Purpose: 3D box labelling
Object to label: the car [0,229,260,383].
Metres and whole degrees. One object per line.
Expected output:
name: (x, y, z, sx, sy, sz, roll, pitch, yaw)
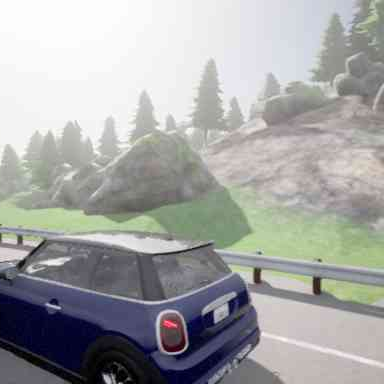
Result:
car: (-1.433, 1.332, 4.825, 4.553, 1.767, 2.097, 0, 0, 34)
